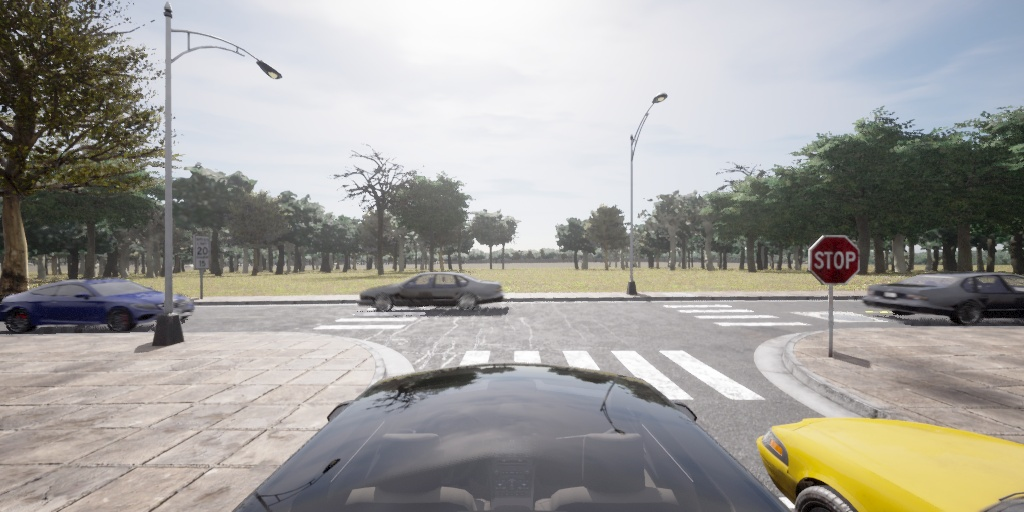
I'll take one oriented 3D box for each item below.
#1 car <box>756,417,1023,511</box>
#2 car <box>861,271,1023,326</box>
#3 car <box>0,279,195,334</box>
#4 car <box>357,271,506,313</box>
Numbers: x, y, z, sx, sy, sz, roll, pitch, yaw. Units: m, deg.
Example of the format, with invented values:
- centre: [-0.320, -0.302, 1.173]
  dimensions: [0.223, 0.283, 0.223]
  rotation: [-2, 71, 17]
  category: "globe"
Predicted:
- centre: [2.628, 1.275, 0.626]
  dimensions: [1.751, 1.417, 4.829]
  rotation: [0, 0, 0]
  category: "car"
- centre: [13.566, 1.165, 10.458]
  dimensions: [5.357, 1.411, 2.033]
  rotation: [0, 0, 1]
  category: "car"
- centre: [-12.358, 1.414, 10.782]
  dimensions: [4.674, 1.442, 1.812]
  rotation: [-1, 0, 1]
  category: "car"
- centre: [-2.909, 1.303, 13.610]
  dimensions: [5.357, 1.411, 2.033]
  rotation: [-1, 0, 1]
  category: "car"
